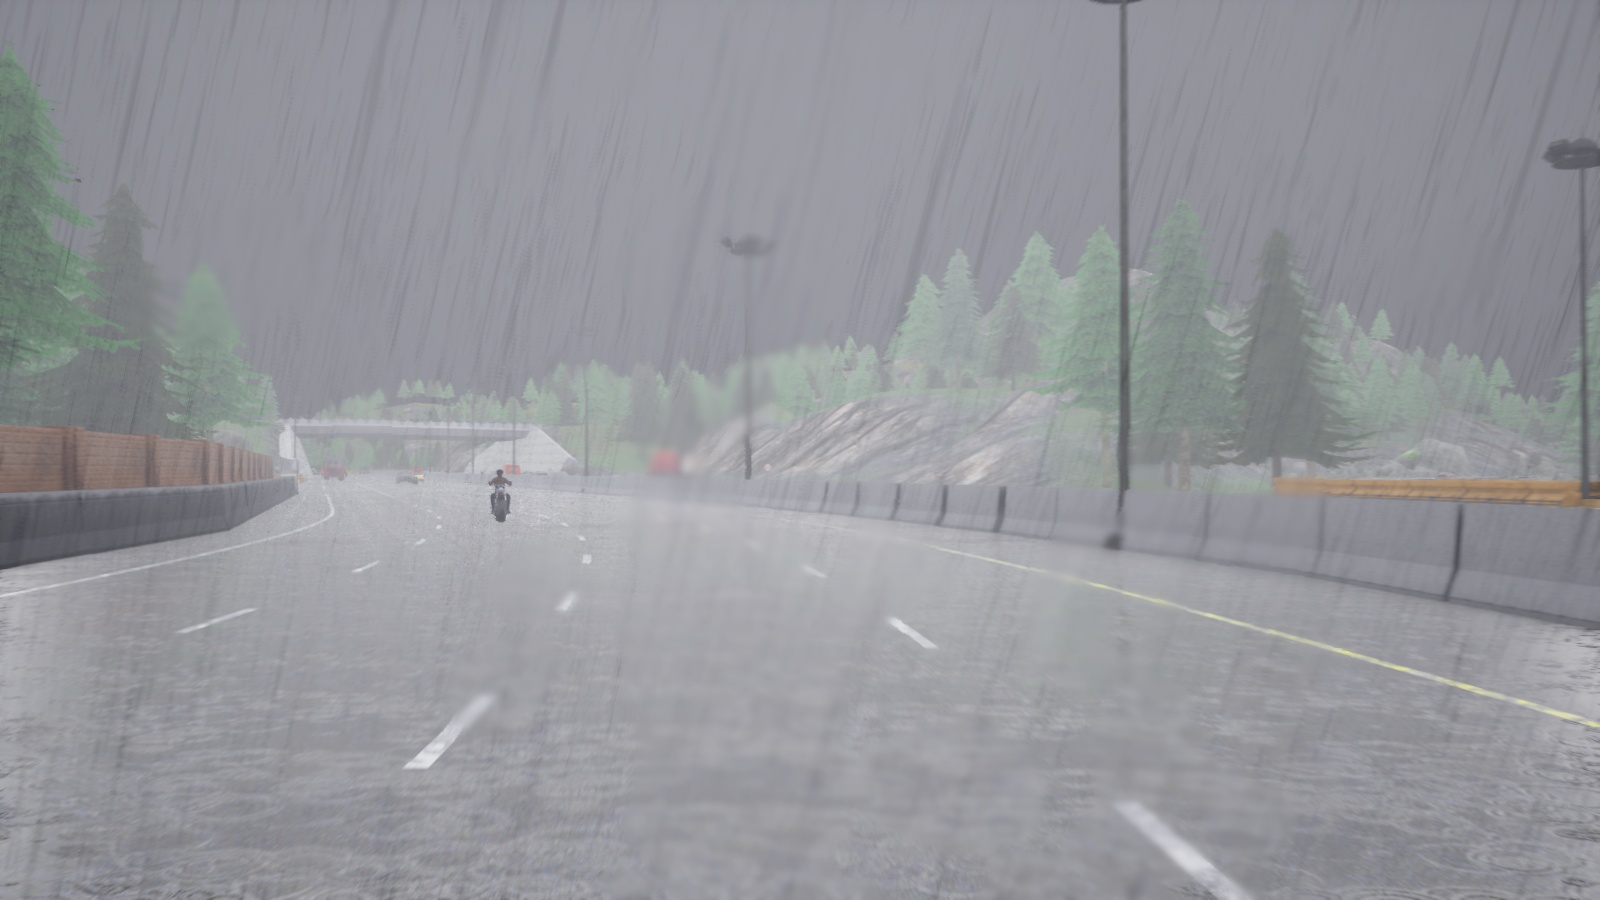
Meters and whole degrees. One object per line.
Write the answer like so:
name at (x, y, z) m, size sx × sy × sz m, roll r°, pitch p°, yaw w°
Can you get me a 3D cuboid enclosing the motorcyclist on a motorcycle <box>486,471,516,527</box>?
motorcyclist on a motorcycle at (-9.148, 1.466, 38.405) m, size 0.766 × 1.649 × 2.350 m, roll -1°, pitch -1°, yaw -16°
